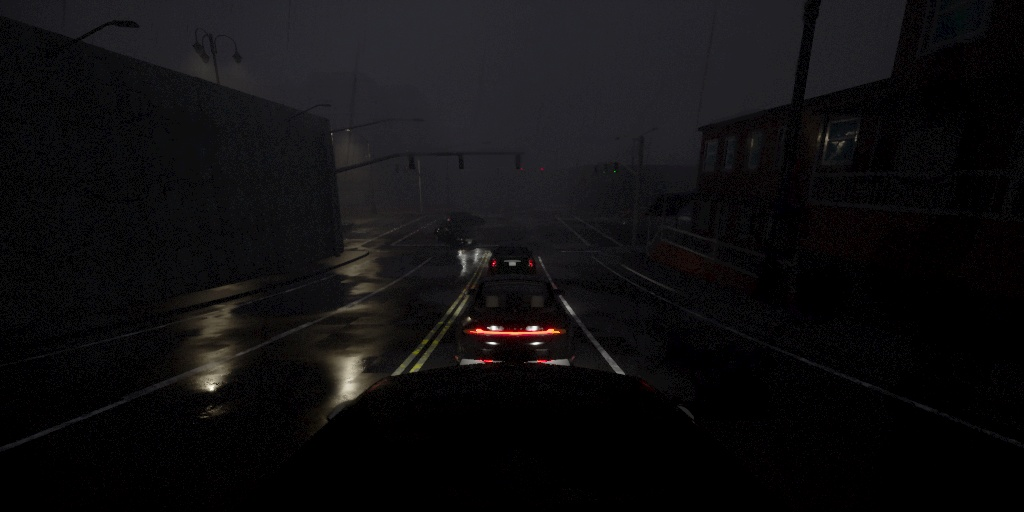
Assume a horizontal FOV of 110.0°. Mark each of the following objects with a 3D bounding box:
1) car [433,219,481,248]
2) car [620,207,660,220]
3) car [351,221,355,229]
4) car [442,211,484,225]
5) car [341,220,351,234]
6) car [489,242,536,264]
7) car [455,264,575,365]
[{"bbox_3d":[-4.557,-1.678,28.424,2.128,1.511,4.902,-8,15,-35],"label":"car"},{"bbox_3d":[16.466,-5.546,46.039,5.008,1.535,1.882,0,12,0],"label":"car"},{"bbox_3d":[-18.207,-3.241,35.752,4.674,1.442,1.812,0,12,0],"label":"car"},{"bbox_3d":[-5.227,-4.007,38.432,4.553,1.767,2.097,-8,14,-33],"label":"car"},{"bbox_3d":[-17.543,-2.663,32.294,4.553,1.767,2.097,0,12,0],"label":"car"},{"bbox_3d":[0.024,0.085,17.436,2.097,1.767,4.553,0,7,0],"label":"car"},{"bbox_3d":[0.056,1.122,7.183,1.837,1.490,4.892,0,2,0],"label":"car"}]
